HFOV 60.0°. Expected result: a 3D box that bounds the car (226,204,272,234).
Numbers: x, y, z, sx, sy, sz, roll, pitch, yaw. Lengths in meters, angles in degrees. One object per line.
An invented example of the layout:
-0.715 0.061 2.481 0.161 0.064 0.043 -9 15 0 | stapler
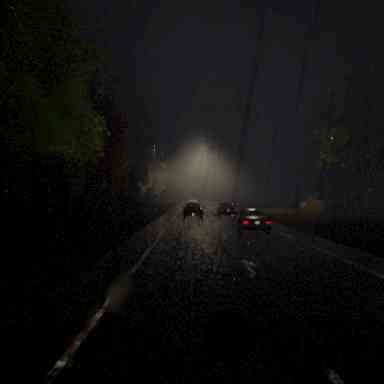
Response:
3.517 1.718 20.400 2.033 1.411 5.357 0 0 0 | car

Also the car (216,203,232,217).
3.559 1.836 34.753 2.033 1.411 5.357 0 0 1 | car

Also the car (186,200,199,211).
0.112 1.924 48.809 1.812 1.442 4.674 0 0 0 | car

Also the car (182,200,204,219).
0.109 1.770 31.888 1.837 1.490 4.892 0 -1 0 | car
